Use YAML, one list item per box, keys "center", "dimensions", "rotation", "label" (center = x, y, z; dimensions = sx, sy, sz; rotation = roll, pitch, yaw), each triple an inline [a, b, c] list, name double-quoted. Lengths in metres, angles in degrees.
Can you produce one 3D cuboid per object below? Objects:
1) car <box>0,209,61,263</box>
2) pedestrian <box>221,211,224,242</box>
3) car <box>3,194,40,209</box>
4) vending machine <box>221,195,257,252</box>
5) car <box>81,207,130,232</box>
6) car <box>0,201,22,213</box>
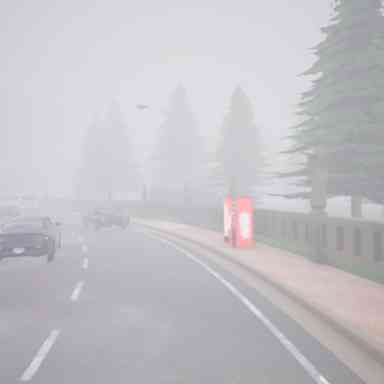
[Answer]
- center: [-5.844, 1.561, 12.029]
  dimensions: [1.812, 1.442, 4.674]
  rotation: [0, 0, -18]
  label: "car"
- center: [1.517, 1.120, 13.594]
  dimensions: [0.375, 1.860, 0.375]
  rotation: [0, 0, -18]
  label: "pedestrian"
- center: [-18.113, 1.281, 34.685]
  dimensions: [5.566, 2.045, 2.150]
  rotation: [-1, -1, 36]
  label: "car"
- center: [1.811, 1.173, 12.911]
  dimensions: [1.100, 2.100, 0.880]
  rotation: [0, 0, -17]
  label: "vending machine"
- center: [-5.511, 1.606, 20.638]
  dimensions: [1.895, 1.301, 4.718]
  rotation: [0, 0, -30]
  label: "car"
- center: [-16.690, 1.705, 28.558]
  dimensions: [4.718, 1.301, 1.895]
  rotation: [0, 0, 43]
  label: "car"
